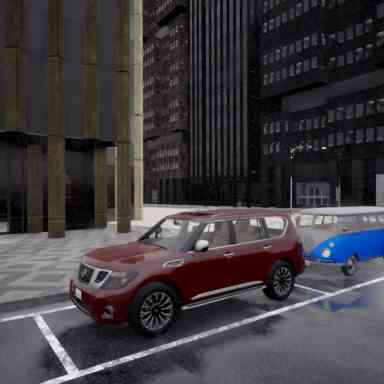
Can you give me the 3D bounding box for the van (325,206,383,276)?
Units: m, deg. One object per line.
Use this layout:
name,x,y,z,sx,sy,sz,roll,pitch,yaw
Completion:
van,4.712,1.341,10.023,3.998,1.788,1.690,0,0,-36

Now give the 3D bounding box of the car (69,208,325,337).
car,0.216,1.315,6.813,5.009,1.841,2.192,0,0,-36
